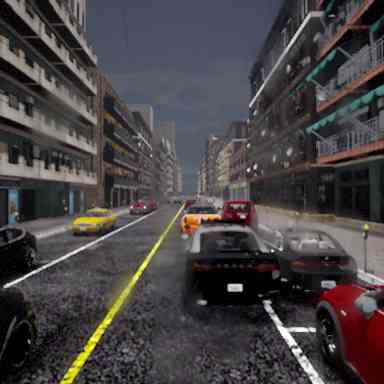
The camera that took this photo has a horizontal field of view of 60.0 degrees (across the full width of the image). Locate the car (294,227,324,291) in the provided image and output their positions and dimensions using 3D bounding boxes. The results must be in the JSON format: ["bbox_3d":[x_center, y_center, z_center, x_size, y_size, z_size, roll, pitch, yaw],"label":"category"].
[{"bbox_3d":[2.687,1.595,8.747,2.008,1.369,4.403,0,0,0],"label":"car"}]

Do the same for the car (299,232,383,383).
[{"bbox_3d":[2.691,1.456,3.112,1.967,1.590,4.097,0,0,0],"label":"car"}]

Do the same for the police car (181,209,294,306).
[{"bbox_3d":[0.758,1.466,8.359,1.930,1.638,5.238,0,0,0],"label":"police car"}]

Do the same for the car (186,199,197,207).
[{"bbox_3d":[-0.039,1.881,58.824,1.895,1.301,4.718,0,0,0],"label":"car"}]

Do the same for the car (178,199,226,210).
[{"bbox_3d":[0.604,1.445,18.281,2.097,1.767,4.553,0,0,4],"label":"car"}]

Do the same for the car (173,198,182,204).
[{"bbox_3d":[-3.047,1.884,71.371,2.033,1.411,5.357,0,0,0],"label":"car"}]

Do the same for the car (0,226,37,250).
[{"bbox_3d":[-5.694,1.610,8.745,1.947,1.339,4.313,0,0,0],"label":"car"}]

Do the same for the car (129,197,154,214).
[{"bbox_3d":[-5.713,1.619,36.929,1.967,1.590,4.097,0,0,0],"label":"car"}]

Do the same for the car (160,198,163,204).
[{"bbox_3d":[-5.721,1.813,48.201,1.802,1.307,4.206,0,0,0],"label":"car"}]

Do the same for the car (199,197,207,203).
[{"bbox_3d":[2.637,1.929,82.020,1.887,1.381,4.507,0,0,0],"label":"car"}]

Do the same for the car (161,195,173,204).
[{"bbox_3d":[-5.735,1.649,70.747,2.192,1.841,5.009,0,0,0],"label":"car"}]

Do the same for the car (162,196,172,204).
[{"bbox_3d":[-5.740,1.799,76.382,1.967,1.590,4.097,0,0,0],"label":"car"}]

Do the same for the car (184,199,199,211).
[{"bbox_3d":[-0.015,1.696,45.483,1.882,1.535,5.008,0,0,1],"label":"car"}]

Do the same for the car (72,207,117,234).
[{"bbox_3d":[-5.701,1.623,19.848,1.752,1.417,4.829,0,0,0],"label":"car"}]

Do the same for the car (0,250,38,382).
[{"bbox_3d":[-3.101,1.579,2.852,1.994,1.385,4.181,0,0,0],"label":"car"}]

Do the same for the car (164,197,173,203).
[{"bbox_3d":[-5.743,1.929,82.019,1.887,1.381,4.507,0,0,0],"label":"car"}]

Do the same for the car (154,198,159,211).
[{"bbox_3d":[-5.716,1.520,42.566,2.192,1.841,5.009,0,0,0],"label":"car"}]

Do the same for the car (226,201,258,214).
[{"bbox_3d":[2.681,1.414,20.022,2.192,1.841,5.009,0,0,0],"label":"car"}]

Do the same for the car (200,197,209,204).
[{"bbox_3d":[2.644,1.860,70.918,1.752,1.417,4.829,0,0,0],"label":"car"}]

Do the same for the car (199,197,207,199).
[{"bbox_3d":[0.840,1.472,24.220,2.097,1.767,4.553,0,0,0],"label":"car"}]
